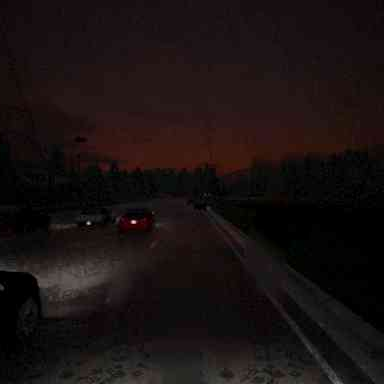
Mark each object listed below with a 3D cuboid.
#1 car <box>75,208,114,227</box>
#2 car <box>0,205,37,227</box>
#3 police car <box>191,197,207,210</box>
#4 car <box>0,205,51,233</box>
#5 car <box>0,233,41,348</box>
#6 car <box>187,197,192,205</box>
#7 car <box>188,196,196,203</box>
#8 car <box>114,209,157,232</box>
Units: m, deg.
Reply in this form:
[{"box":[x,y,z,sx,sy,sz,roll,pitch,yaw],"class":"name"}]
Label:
[{"box":[-6.907,1.826,24.454,1.895,1.301,4.718,0,-1,0],"class":"car"},{"box":[-13.921,1.761,25.558,1.812,1.442,4.674,0,-1,0],"class":"car"},{"box":[1.210,1.890,50.572,1.930,1.638,5.238,0,-1,0],"class":"police car"},{"box":[-10.405,1.665,20.371,1.882,1.535,5.008,0,-1,0],"class":"car"},{"box":[-3.401,1.525,3.579,2.128,1.511,4.902,0,-1,0],"class":"car"},{"box":[-0.020,1.990,70.893,1.837,1.490,4.892,0,-1,0],"class":"car"},{"box":[-0.024,1.982,85.864,2.097,1.767,4.553,0,-1,0],"class":"car"},{"box":[-3.407,1.762,21.457,1.994,1.385,4.181,0,-1,0],"class":"car"}]
